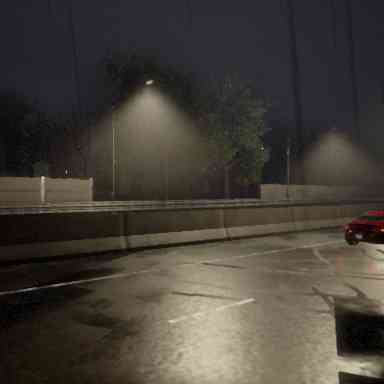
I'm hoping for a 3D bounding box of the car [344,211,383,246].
[{"bbox_3d":[8.269,1.533,14.067,4.674,1.442,1.812,0,0,-35],"label":"car"}]
